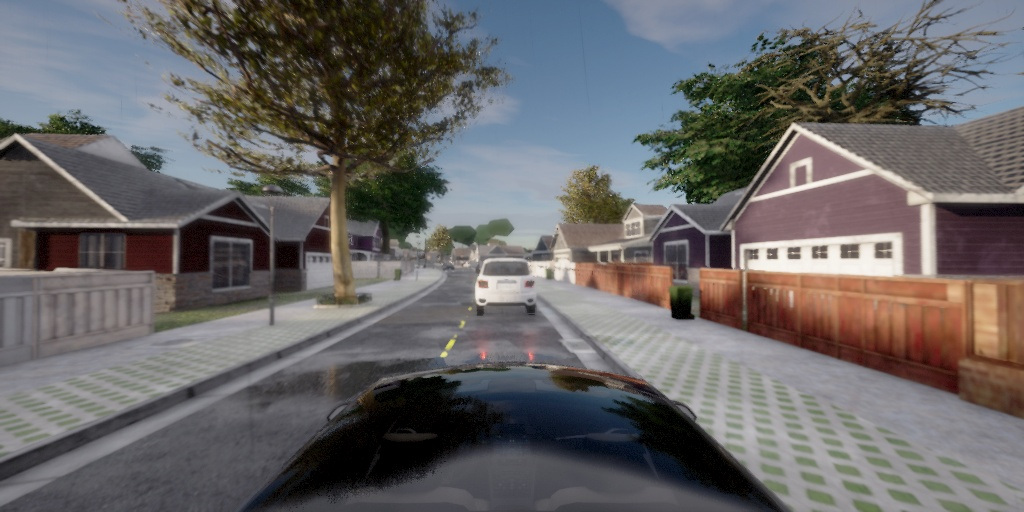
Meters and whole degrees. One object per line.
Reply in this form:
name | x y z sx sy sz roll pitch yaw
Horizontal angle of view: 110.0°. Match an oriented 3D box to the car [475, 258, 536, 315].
car | -0.306 1.106 14.534 2.150 2.045 5.566 0 0 -3
